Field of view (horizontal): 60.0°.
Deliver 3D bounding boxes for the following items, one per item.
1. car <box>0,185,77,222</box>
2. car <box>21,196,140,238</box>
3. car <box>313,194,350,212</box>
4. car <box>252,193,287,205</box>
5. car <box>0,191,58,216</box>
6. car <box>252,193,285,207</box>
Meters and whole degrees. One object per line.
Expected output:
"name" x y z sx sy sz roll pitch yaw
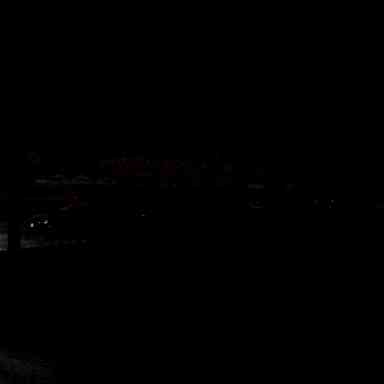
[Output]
"car" -9.619 0.590 19.893 5.566 2.045 2.150 0 2 -44
"car" -4.652 1.087 14.976 4.892 1.490 1.837 0 2 -44
"car" 13.971 0.962 33.203 4.553 1.767 2.097 0 2 -44
"car" 10.402 0.843 44.359 5.357 1.411 2.033 0 2 -44
"car" -11.951 0.752 22.516 4.902 1.511 2.128 0 2 -44
"car" 8.634 0.959 37.781 4.181 1.385 1.994 0 2 -44
